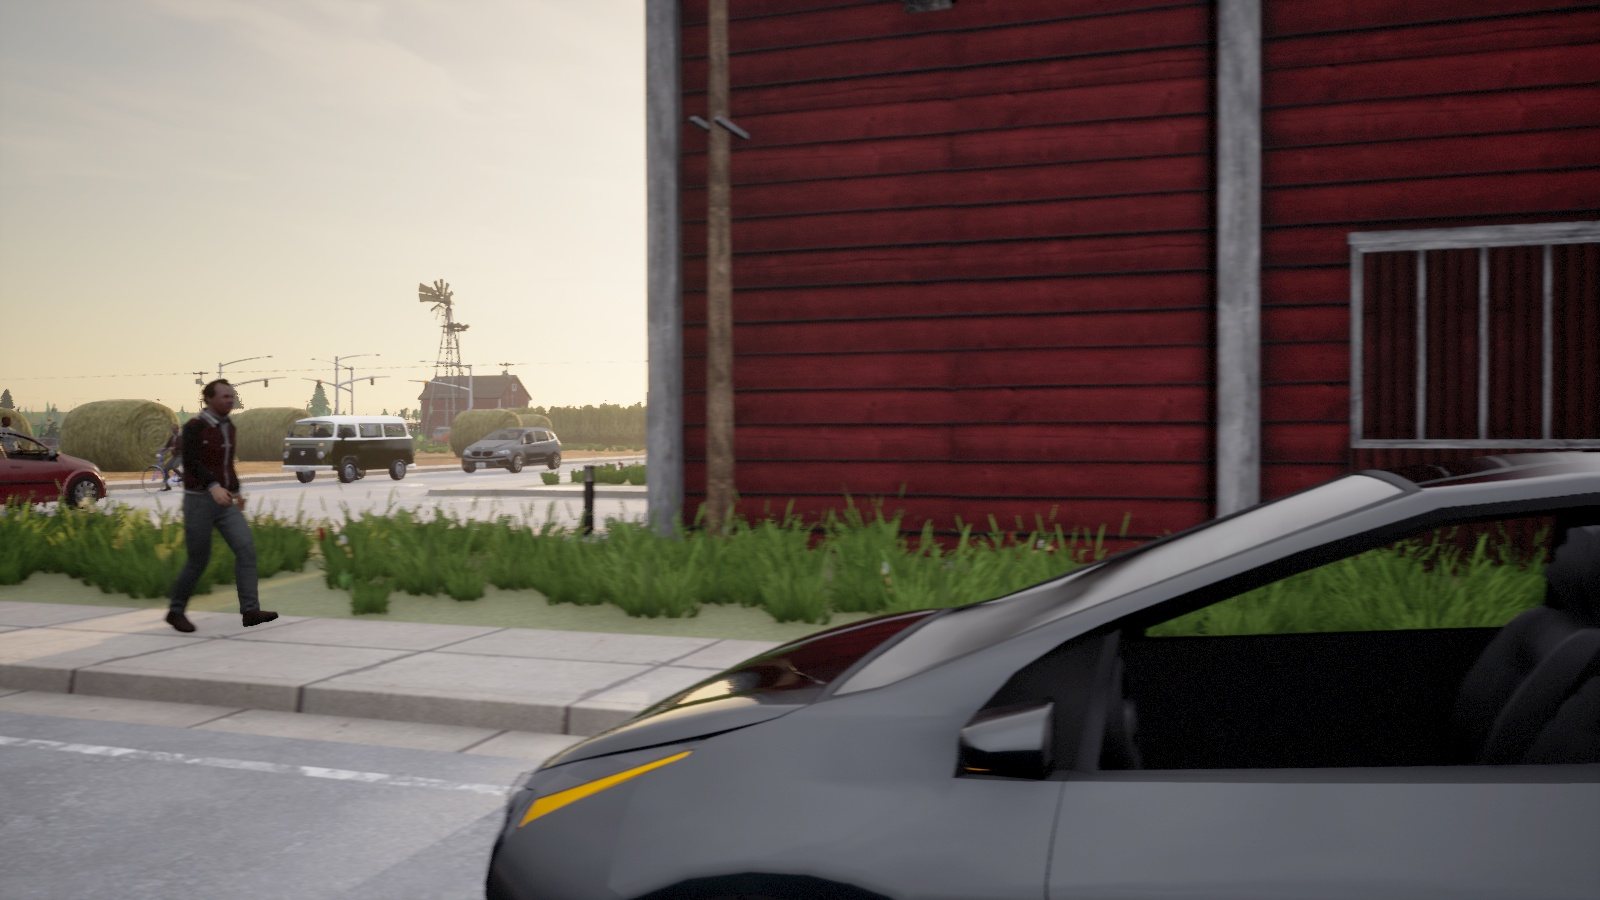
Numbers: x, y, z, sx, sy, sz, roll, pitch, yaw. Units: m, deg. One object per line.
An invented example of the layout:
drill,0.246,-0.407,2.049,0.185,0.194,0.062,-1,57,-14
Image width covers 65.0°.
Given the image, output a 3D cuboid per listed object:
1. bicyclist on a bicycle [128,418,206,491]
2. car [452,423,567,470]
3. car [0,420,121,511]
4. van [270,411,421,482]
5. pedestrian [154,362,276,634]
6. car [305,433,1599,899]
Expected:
bicyclist on a bicycle,-15.952,0.103,31.674,0.659,1.776,1.843,1,1,18
car,-10.933,-0.171,47.606,2.242,1.667,4.611,0,1,17
car,-14.944,0.258,23.238,1.851,1.617,3.988,0,1,18
van,-13.811,-0.144,38.459,2.069,2.038,4.480,1,1,17
pedestrian,-4.118,0.325,8.850,0.720,1.854,0.376,1,1,20
car,1.492,0.736,2.689,4.514,1.525,2.007,1,1,19
